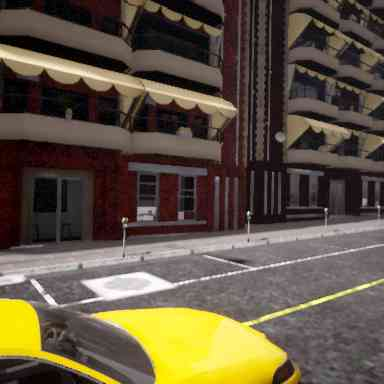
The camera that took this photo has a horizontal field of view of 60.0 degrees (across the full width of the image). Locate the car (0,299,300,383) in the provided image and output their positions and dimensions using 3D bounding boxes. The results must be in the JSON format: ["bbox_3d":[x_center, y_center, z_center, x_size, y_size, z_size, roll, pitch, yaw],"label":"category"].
[{"bbox_3d":[-1.476,1.450,2.227,5.366,1.575,1.801,0,0,-36],"label":"car"}]
